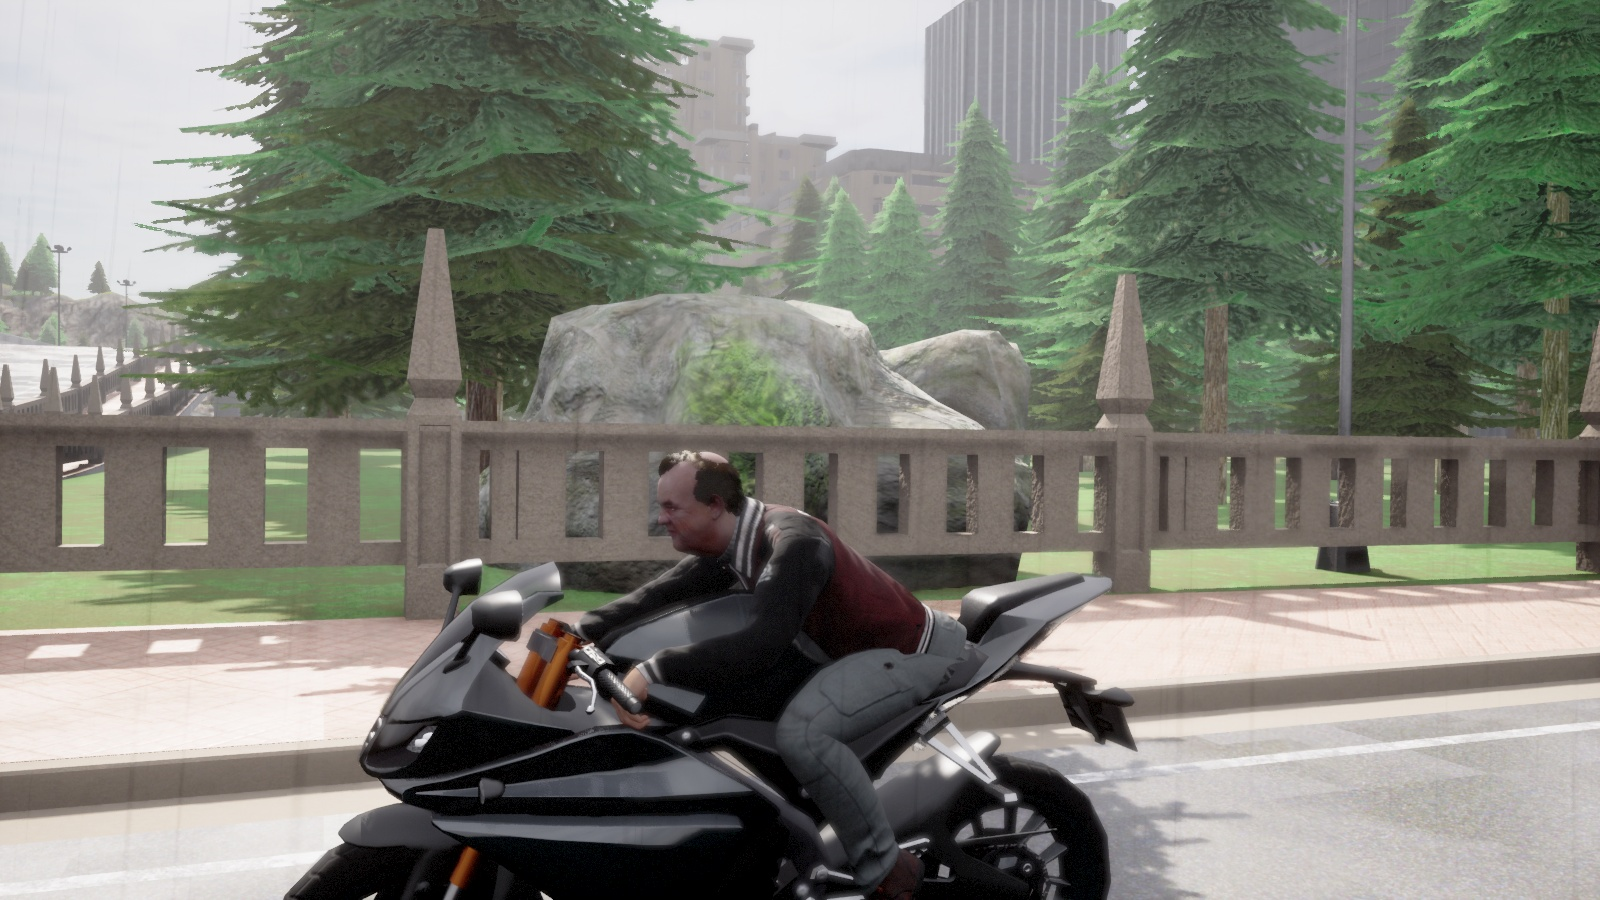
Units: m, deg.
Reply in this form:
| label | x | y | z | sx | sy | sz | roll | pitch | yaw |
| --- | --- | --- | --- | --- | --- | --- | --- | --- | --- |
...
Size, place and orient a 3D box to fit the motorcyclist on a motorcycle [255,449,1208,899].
| label | x | y | z | sx | sy | sz | roll | pitch | yaw |
| --- | --- | --- | --- | --- | --- | --- | --- | --- | --- |
| motorcyclist on a motorcycle | -0.153 | 0.783 | 3.181 | 2.191 | 1.530 | 0.866 | -1 | 1 | -21 |
